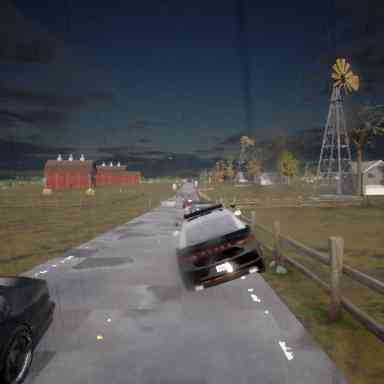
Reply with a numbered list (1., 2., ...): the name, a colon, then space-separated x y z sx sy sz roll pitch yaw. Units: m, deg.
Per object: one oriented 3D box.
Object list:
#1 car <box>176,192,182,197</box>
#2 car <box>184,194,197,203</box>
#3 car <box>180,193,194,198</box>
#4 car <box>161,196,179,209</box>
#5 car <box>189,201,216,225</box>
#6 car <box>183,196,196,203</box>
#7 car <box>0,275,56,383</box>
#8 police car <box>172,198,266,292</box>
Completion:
1. car: -3.131 0.694 85.642 2.033 1.411 5.357 0 2 0
2. car: -0.269 1.209 60.581 2.128 1.511 4.902 0 1 0
3. car: -0.195 1.237 47.063 2.097 1.767 4.553 0 0 0
4. car: -3.043 1.507 44.226 1.895 1.301 4.718 0 0 0
5. car: 0.714 1.471 25.149 1.837 1.490 4.892 0 0 0
6. car: 0.667 1.308 19.108 2.097 1.767 4.553 -1 0 0
7. car: -2.861 1.545 2.494 2.033 1.411 5.357 0 0 0
8. police car: 0.529 1.199 9.227 1.930 1.638 5.238 -18 3 0
